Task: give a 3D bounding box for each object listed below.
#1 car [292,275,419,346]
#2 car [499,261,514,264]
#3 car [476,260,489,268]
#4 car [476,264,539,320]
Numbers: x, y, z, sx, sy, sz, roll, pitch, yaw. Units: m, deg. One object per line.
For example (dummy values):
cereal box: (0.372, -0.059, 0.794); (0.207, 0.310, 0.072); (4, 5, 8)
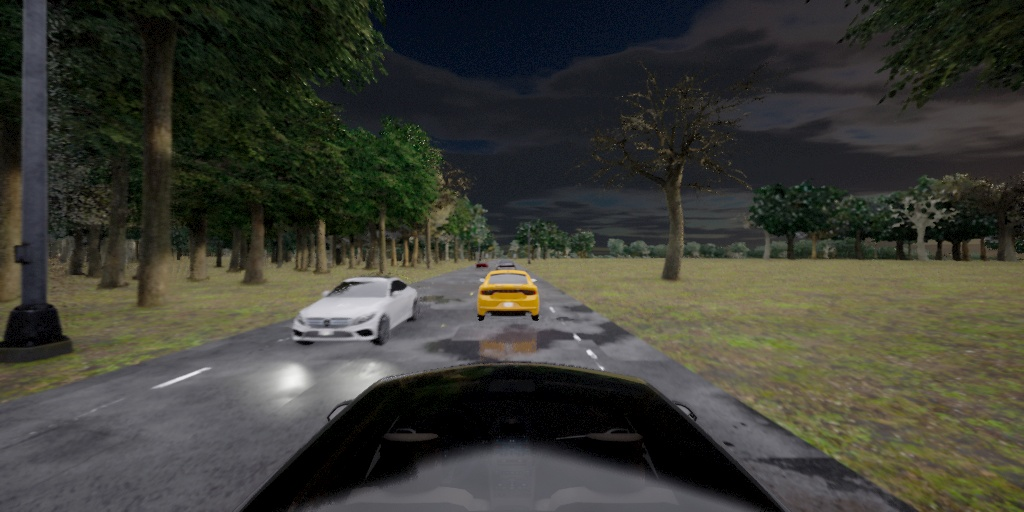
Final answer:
car: (-3.779, 1.266, 9.534); (1.812, 1.442, 4.674); (0, 0, -1)
car: (-0.534, 1.232, 33.208); (2.128, 1.511, 4.902); (0, 0, -1)
car: (-4.567, 1.338, 55.700); (1.895, 1.301, 4.718); (0, 0, -1)
car: (-0.144, 1.227, 12.687); (1.882, 1.535, 5.008); (0, 0, -1)
